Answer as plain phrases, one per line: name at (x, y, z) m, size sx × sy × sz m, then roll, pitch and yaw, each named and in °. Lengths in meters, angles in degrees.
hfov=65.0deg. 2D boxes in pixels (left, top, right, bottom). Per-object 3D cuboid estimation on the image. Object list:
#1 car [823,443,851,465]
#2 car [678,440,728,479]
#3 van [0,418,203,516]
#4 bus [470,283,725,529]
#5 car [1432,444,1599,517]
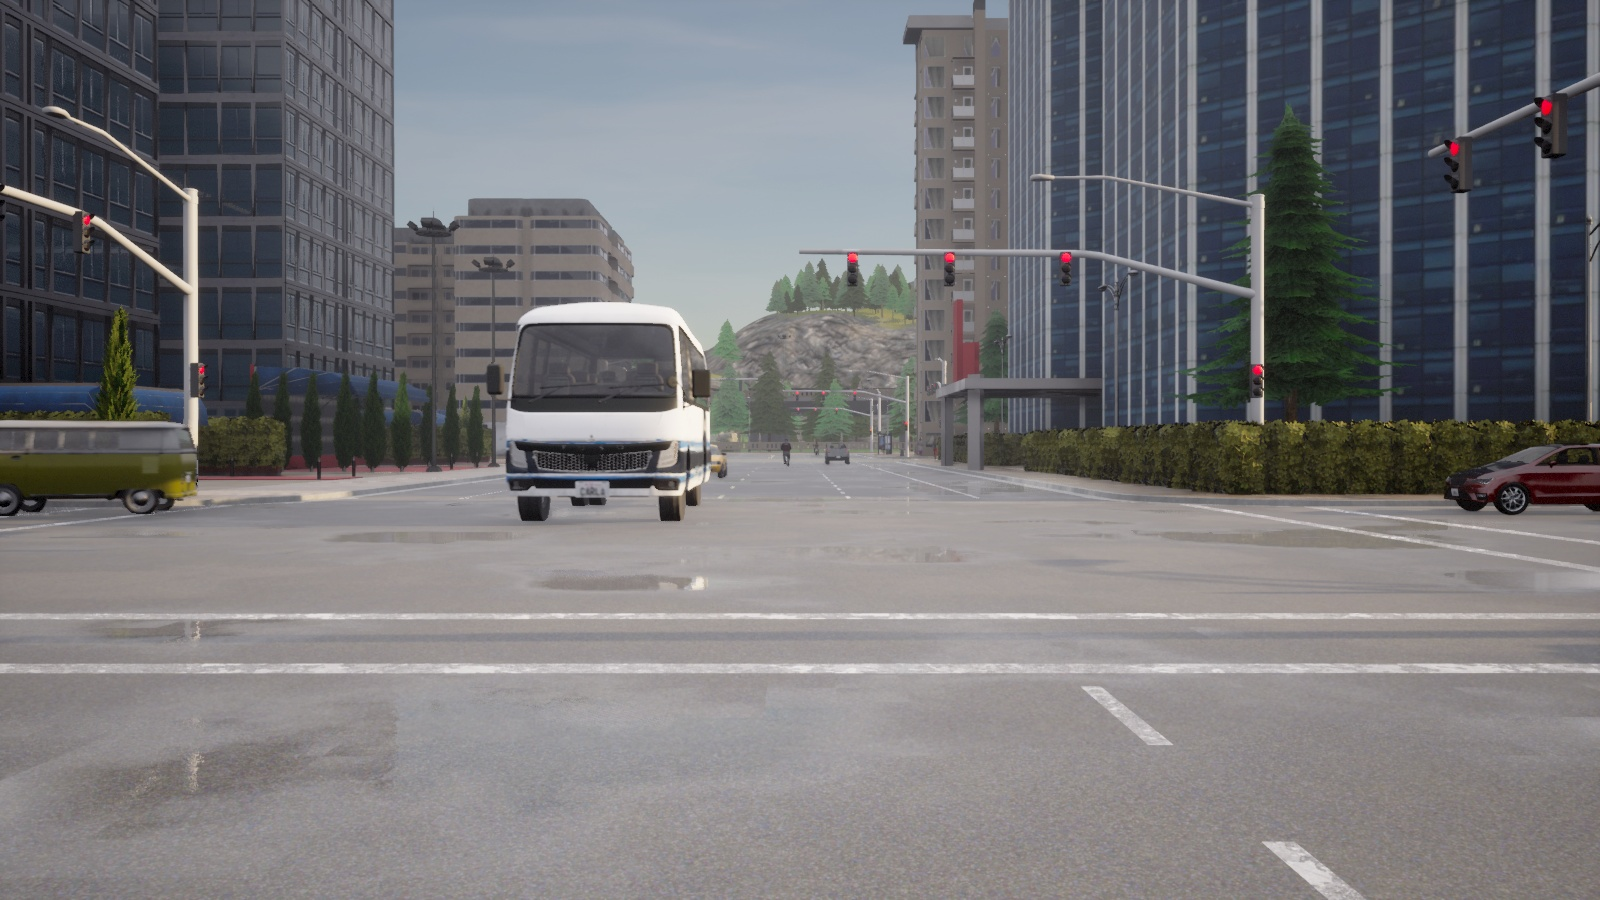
car at (2.575, 0.266, 87.958) m, size 1.845 × 1.501 × 3.633 m, roll 0°, pitch 0°, yaw -1°
car at (-4.121, 0.376, 54.269) m, size 1.801 × 1.575 × 5.366 m, roll 0°, pitch 0°, yaw -1°
van at (-15.315, 0.336, 26.706) m, size 4.442 × 1.987 × 1.775 m, roll 0°, pitch 0°, yaw -13°
bus at (-3.800, -0.784, 26.824) m, size 3.944 × 4.253 × 10.273 m, roll 0°, pitch 0°, yaw -1°
car at (15.923, 0.623, 26.546) m, size 4.193 × 1.474 × 1.816 m, roll 0°, pitch 0°, yaw 0°
